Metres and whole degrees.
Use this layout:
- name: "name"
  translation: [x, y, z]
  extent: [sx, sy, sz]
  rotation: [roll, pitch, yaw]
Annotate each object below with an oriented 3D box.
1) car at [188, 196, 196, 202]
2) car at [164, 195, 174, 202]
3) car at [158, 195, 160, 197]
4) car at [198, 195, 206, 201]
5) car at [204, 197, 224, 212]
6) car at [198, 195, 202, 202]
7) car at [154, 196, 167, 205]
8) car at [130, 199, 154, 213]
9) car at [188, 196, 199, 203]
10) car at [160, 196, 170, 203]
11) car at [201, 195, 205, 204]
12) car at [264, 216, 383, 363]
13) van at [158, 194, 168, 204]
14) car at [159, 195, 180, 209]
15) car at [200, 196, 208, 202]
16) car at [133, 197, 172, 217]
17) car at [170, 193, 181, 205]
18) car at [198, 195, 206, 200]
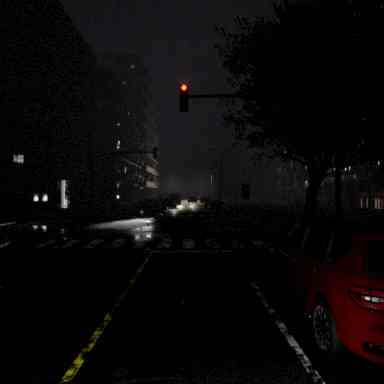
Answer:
- name: "car"
  translation: [0.015, 1.656, 79.320]
  extent: [1.895, 1.301, 4.718]
  rotation: [0, 0, 0]
- name: "car"
  translation: [-5.676, 1.506, 82.503]
  extent: [1.967, 1.590, 4.097]
  rotation: [0, 0, 0]
- name: "car"
  translation: [-5.681, 1.573, 49.307]
  extent: [2.008, 1.369, 4.403]
  rotation: [0, 0, 0]
- name: "car"
  translation: [2.705, 1.620, 88.034]
  extent: [1.887, 1.381, 4.507]
  rotation: [0, 0, 0]
- name: "car"
  translation: [2.698, 1.556, 38.240]
  extent: [1.887, 1.381, 4.507]
  rotation: [0, 0, 0]
- name: "car"
  translation: [2.702, 1.624, 65.903]
  extent: [1.802, 1.307, 4.206]
  rotation: [0, 0, 0]
- name: "car"
  translation: [-5.679, 1.475, 60.372]
  extent: [1.967, 1.590, 4.097]
  rotation: [0, 0, 0]
- name: "car"
  translation: [-5.682, 1.562, 38.241]
  extent: [2.008, 1.369, 4.403]
  rotation: [0, 0, 0]
- name: "car"
  translation: [0.115, 1.611, 69.419]
  extent: [1.994, 1.385, 4.181]
  rotation: [0, 0, 0]
- name: "car"
  translation: [-5.677, 1.631, 71.437]
  extent: [1.802, 1.307, 4.206]
  rotation: [0, 0, 0]
- name: "car"
  translation: [2.699, 1.548, 49.475]
  extent: [1.752, 1.417, 4.829]
  rotation: [0, 0, 0]
- name: "car"
  translation: [2.694, 1.315, 5.852]
  extent: [2.192, 1.841, 5.009]
  rotation: [0, 0, 0]
- name: "van"
  translation: [-5.678, 1.383, 65.905]
  extent: [1.690, 1.788, 3.998]
  rotation: [0, 0, 0]
- name: "car"
  translation: [-3.085, 1.496, 45.466]
  extent: [1.882, 1.535, 5.008]
  rotation: [0, 0, 0]
- name: "car"
  translation: [2.704, 1.583, 77.139]
  extent: [1.752, 1.417, 4.829]
  rotation: [0, 0, 0]
- name: "car"
  translation: [-3.822, 1.498, 31.124]
  extent: [2.128, 1.511, 4.902]
  rotation: [0, 0, 12]
- name: "car"
  translation: [-3.065, 1.252, 58.734]
  extent: [2.150, 2.045, 5.566]
  rotation: [0, 0, 0]
- name: "car"
  translation: [2.706, 1.636, 93.567]
  extent: [2.008, 1.369, 4.403]
  rotation: [0, 0, 0]
